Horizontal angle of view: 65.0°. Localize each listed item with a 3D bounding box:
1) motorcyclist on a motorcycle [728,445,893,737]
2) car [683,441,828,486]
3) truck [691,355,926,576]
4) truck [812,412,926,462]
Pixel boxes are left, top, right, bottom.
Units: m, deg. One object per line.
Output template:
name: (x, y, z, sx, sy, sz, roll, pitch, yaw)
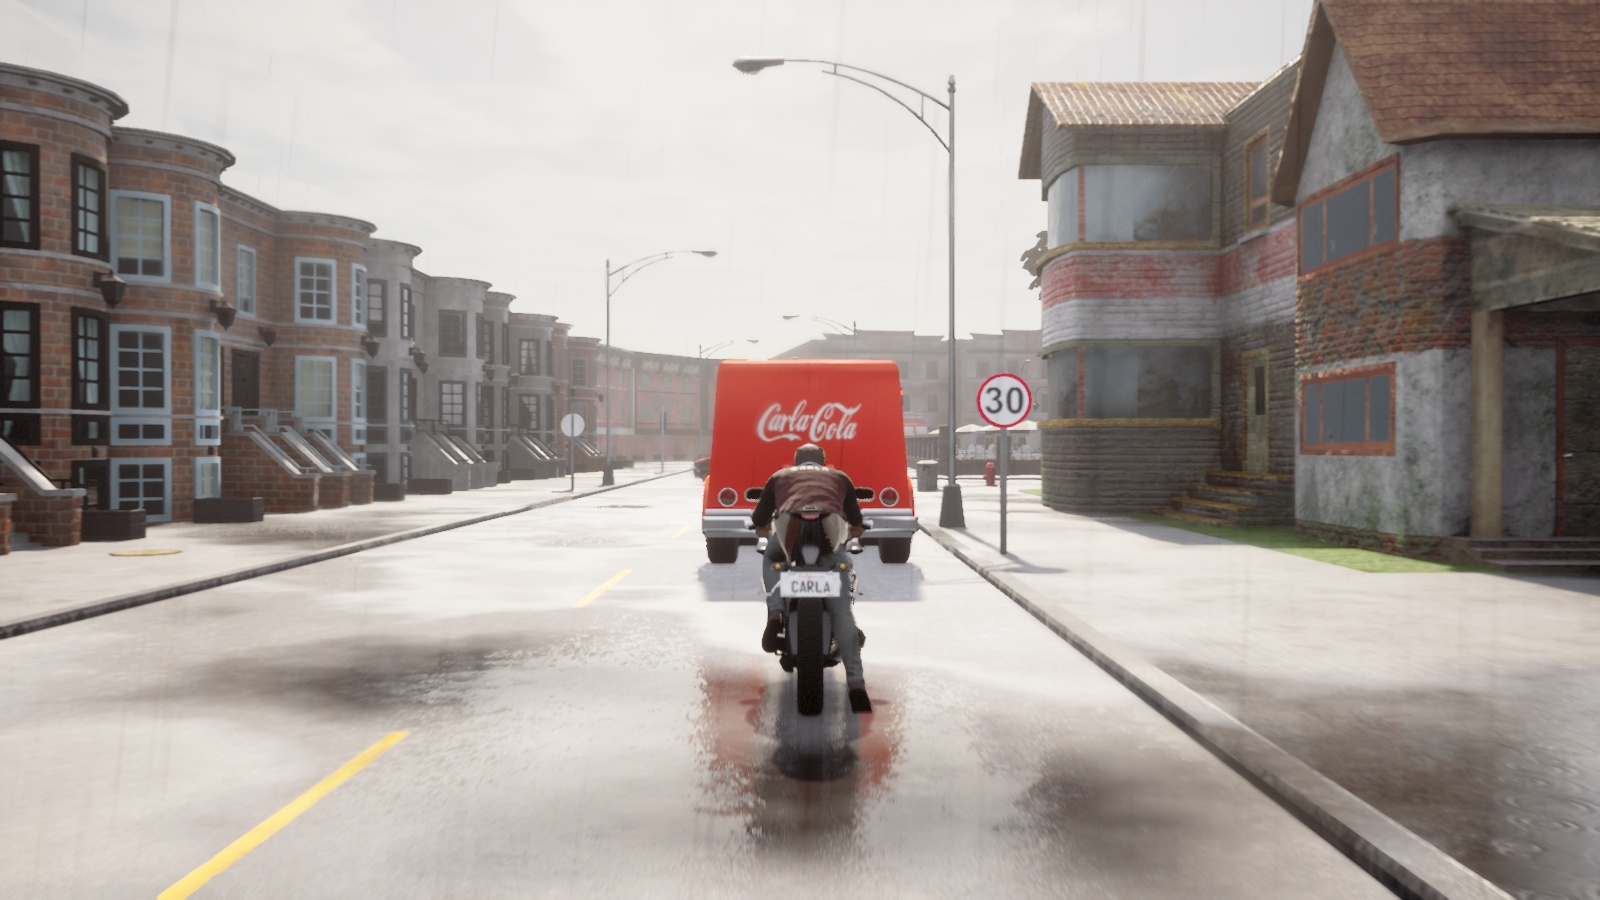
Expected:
motorcyclist on a motorcycle: (0.059, 0.736, 7.683, 0.866, 1.530, 2.191, 0, 0, 0)
car: (-1.561, 0.453, 45.470, 5.008, 1.535, 1.882, 0, 0, -34)
truck: (0.112, 0.161, 16.638, 2.627, 2.467, 5.204, 0, 0, 0)
truck: (5.256, -0.988, 96.793, 8.468, 3.827, 2.891, 0, 0, -4)
